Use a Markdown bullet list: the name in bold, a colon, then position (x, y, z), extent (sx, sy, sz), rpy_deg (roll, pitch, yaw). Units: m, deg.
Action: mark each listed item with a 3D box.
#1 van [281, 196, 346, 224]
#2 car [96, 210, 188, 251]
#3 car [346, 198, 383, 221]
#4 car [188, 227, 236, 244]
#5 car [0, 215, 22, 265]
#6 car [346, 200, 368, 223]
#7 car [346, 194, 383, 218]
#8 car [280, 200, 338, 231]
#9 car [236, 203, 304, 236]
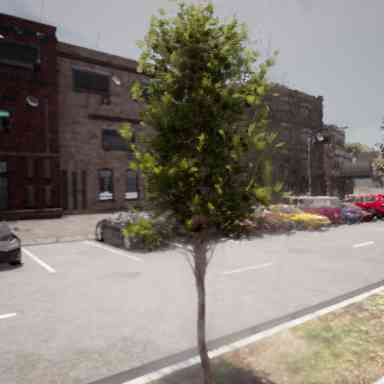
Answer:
- **van**: position (7.931, 1.279, 23.161), extent (1.878, 1.987, 4.442), rpy_deg (0, 0, -40)
- **car**: position (-2.606, 1.510, 14.485), extent (2.231, 1.521, 4.892), rpy_deg (0, 0, -37)
- **car**: position (12.051, 1.519, 26.544), extent (2.163, 1.488, 4.792), rpy_deg (0, 0, -41)
- **car**: position (-0.468, 1.542, 16.186), extent (2.163, 1.488, 4.792), rpy_deg (0, 0, -38)
- **car**: position (-7.062, 1.529, 11.112), extent (2.163, 1.488, 4.792), rpy_deg (0, 0, -36)
- **car**: position (10.067, 1.538, 24.839), extent (2.002, 1.452, 4.674), rpy_deg (0, 0, -41)
- **car**: position (14.040, 1.227, 28.409), extent (2.435, 2.045, 5.566), rpy_deg (0, 0, -42)
- **car**: position (6.036, 1.505, 21.168), extent (1.946, 1.575, 5.366), rpy_deg (0, 0, -40)
- **car**: position (3.812, 1.552, 19.576), extent (2.002, 1.452, 4.674), rpy_deg (0, 0, -39)
